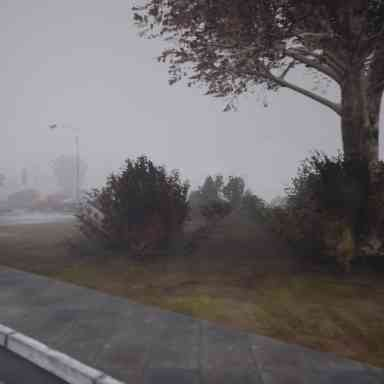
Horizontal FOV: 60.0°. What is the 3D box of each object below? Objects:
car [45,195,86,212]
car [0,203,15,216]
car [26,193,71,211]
[{"bbox_3d":[-14.100,1.454,38.989,1.882,1.535,5.008,0,0,33],"label":"car"},{"bbox_3d":[-19.403,1.523,30.734,2.033,1.411,5.357,0,0,33],"label":"car"},{"bbox_3d":[-17.210,1.193,40.627,2.150,2.045,5.566,0,0,33],"label":"car"}]
